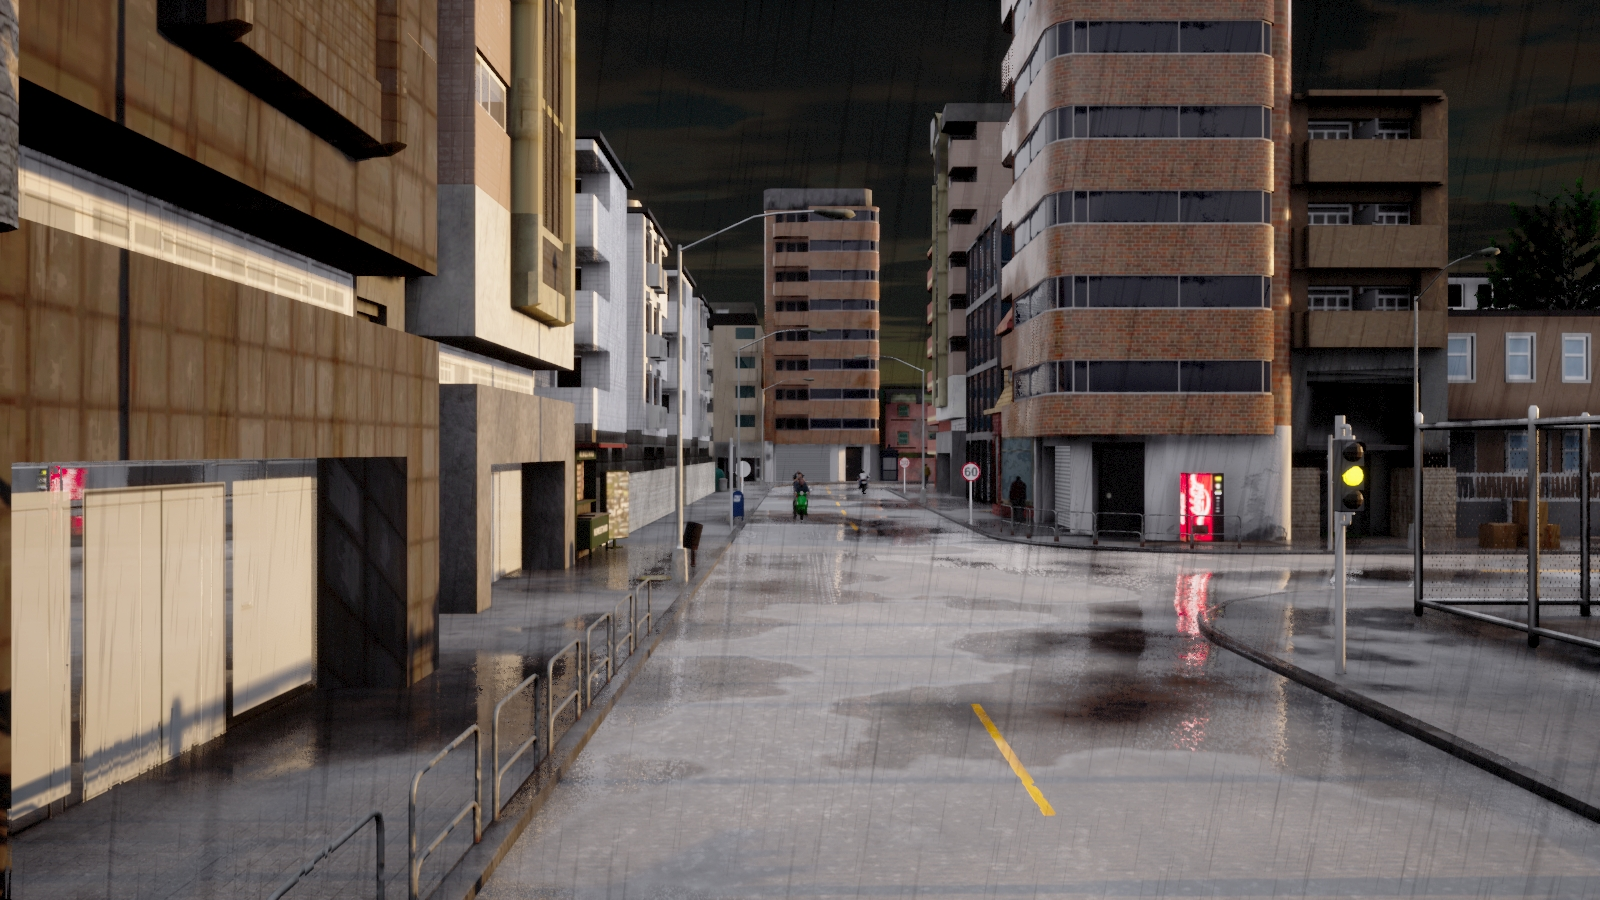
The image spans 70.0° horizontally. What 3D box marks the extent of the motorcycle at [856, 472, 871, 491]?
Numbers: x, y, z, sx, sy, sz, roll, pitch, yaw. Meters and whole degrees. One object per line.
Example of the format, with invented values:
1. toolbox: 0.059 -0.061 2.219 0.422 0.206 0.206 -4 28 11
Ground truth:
1. motorcycle: 4.042 2.004 72.847 0.803 1.145 2.033 0 0 0

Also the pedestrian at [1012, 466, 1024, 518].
1. pedestrian: 7.895 1.523 41.362 0.375 1.860 0.375 0 0 4

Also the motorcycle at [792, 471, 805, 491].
1. motorcycle: -0.105 1.997 74.269 0.867 1.251 2.209 0 0 -1

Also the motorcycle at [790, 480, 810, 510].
1. motorcycle: 0.019 1.970 50.389 0.856 1.236 1.805 0 0 0

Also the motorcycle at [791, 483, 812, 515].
1. motorcycle: 0.063 1.970 46.521 0.856 1.236 1.805 0 0 0
